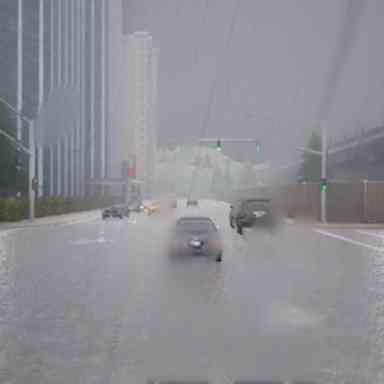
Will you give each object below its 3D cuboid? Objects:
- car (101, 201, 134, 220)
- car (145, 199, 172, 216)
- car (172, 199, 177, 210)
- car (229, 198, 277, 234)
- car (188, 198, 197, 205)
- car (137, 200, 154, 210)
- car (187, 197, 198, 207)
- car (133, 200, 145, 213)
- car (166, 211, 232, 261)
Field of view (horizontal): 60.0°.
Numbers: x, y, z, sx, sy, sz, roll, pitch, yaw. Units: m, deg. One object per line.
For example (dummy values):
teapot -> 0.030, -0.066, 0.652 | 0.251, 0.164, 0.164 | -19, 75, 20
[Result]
car -> -7.057, 1.829, 31.310 | 1.895, 1.301, 4.718 | 0, 0, 0
car -> -3.547, 1.735, 35.831 | 1.882, 1.535, 5.008 | 0, 0, 0
car -> -3.509, 1.802, 45.256 | 1.882, 1.535, 5.008 | 0, 0, 0
car -> 3.625, 1.394, 20.563 | 2.150, 2.045, 5.566 | 0, 0, 0
car -> 0.094, 2.016, 72.609 | 1.837, 1.490, 4.892 | 0, 0, 0
car -> -6.966, 1.885, 49.888 | 1.812, 1.442, 4.674 | 0, 0, 1
car -> 0.081, 1.796, 62.366 | 2.097, 1.767, 4.553 | 0, 0, 0
car -> -7.033, 1.786, 40.637 | 2.128, 1.511, 4.902 | 0, 0, 0
car -> 0.115, 1.665, 12.781 | 2.033, 1.411, 5.357 | 0, 0, 0
